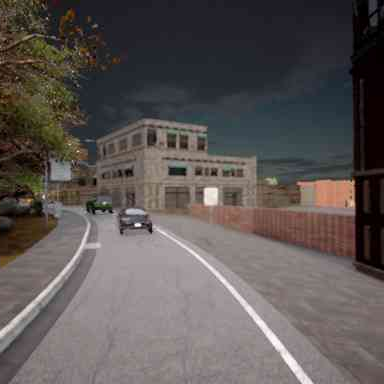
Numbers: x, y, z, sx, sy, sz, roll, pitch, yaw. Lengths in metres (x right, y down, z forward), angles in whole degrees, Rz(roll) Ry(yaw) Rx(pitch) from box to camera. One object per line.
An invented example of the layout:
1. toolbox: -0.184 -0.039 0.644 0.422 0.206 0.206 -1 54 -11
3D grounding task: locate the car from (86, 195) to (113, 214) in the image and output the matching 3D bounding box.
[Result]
1. car: -10.511 1.377 37.555 2.150 2.045 5.566 0 0 -27

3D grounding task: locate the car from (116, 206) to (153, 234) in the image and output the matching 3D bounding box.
1. car: -3.461 1.575 19.695 1.812 1.442 4.674 0 0 -16
